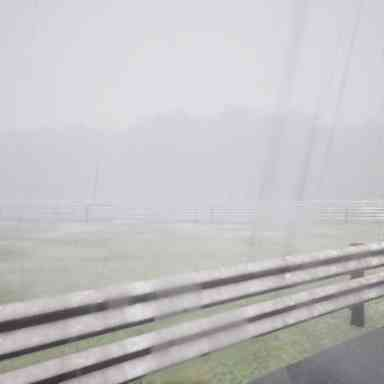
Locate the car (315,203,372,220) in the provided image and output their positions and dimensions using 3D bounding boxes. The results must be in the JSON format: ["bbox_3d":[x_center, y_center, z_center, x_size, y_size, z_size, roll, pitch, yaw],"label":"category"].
[{"bbox_3d":[13.919,1.729,30.728,4.902,1.511,2.128,0,0,5],"label":"car"}]

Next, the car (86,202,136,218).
[{"bbox_3d":[-7.959,1.713,32.797,4.902,1.511,2.128,0,0,5],"label":"car"}]
